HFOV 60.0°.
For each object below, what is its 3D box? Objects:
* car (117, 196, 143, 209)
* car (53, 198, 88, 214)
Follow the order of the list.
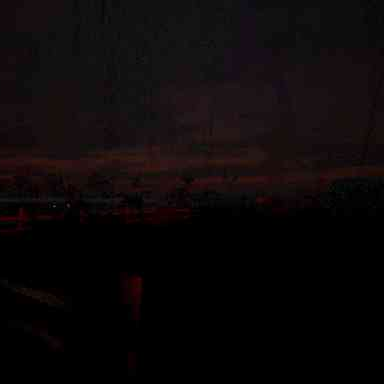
[{"bbox_3d":[-9.894,1.670,53.755,2.150,2.045,5.566,0,-1,17],"label":"car"},{"bbox_3d":[-14.161,1.596,39.012,2.097,1.767,4.553,0,-1,15],"label":"car"}]
